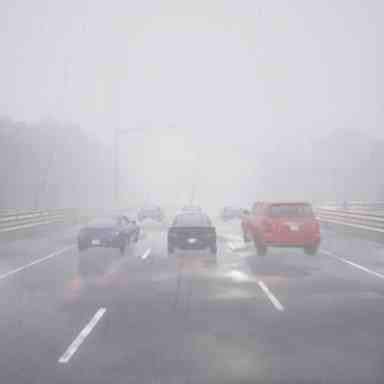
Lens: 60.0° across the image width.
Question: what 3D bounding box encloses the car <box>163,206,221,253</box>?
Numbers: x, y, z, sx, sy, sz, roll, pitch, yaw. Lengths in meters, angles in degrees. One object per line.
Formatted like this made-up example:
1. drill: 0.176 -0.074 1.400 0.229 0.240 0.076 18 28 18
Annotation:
1. car: 0.014 1.613 14.465 1.882 1.535 5.008 0 0 0

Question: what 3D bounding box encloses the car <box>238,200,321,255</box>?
1. car: 3.508 1.348 14.032 2.150 2.045 5.566 0 0 0

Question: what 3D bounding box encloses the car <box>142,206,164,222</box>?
1. car: -3.484 1.866 29.112 1.895 1.301 4.718 0 0 0

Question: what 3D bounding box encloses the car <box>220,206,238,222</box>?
1. car: 3.516 1.866 29.107 1.895 1.301 4.718 0 0 0

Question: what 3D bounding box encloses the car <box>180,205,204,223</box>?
1. car: 0.016 1.866 29.110 1.895 1.301 4.718 0 0 0

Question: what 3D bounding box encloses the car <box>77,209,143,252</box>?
1. car: -3.486 1.660 14.398 1.812 1.442 4.674 0 0 0
